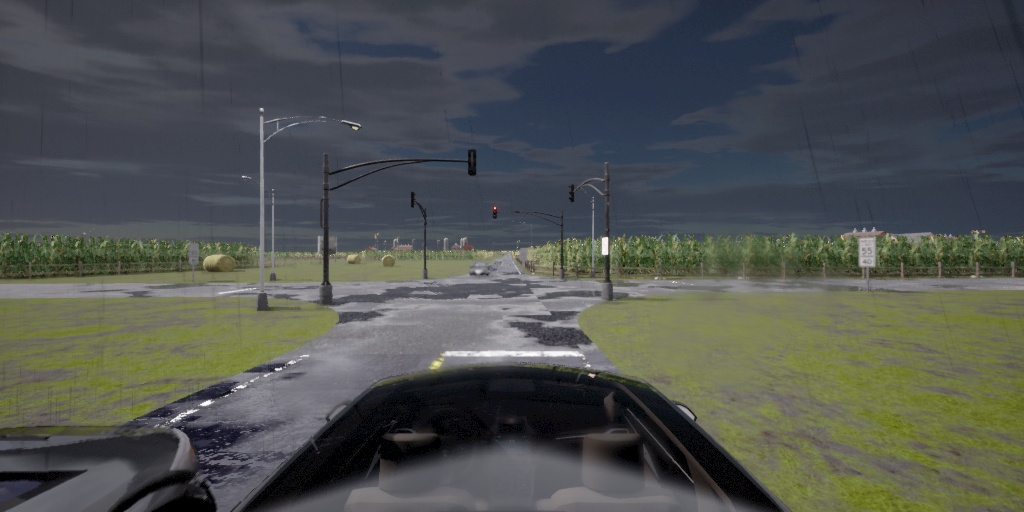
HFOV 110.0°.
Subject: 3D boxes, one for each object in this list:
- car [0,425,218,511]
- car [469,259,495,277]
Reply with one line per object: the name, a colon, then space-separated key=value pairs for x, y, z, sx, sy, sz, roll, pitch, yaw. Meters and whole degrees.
car: x=-2.741 y=1.315 z=0.365 sx=1.994 sy=1.385 sz=4.181 roll=0 pitch=0 yaw=0
car: x=-3.066 y=1.275 z=34.803 sx=2.128 sy=1.511 sz=4.902 roll=0 pitch=0 yaw=-1
